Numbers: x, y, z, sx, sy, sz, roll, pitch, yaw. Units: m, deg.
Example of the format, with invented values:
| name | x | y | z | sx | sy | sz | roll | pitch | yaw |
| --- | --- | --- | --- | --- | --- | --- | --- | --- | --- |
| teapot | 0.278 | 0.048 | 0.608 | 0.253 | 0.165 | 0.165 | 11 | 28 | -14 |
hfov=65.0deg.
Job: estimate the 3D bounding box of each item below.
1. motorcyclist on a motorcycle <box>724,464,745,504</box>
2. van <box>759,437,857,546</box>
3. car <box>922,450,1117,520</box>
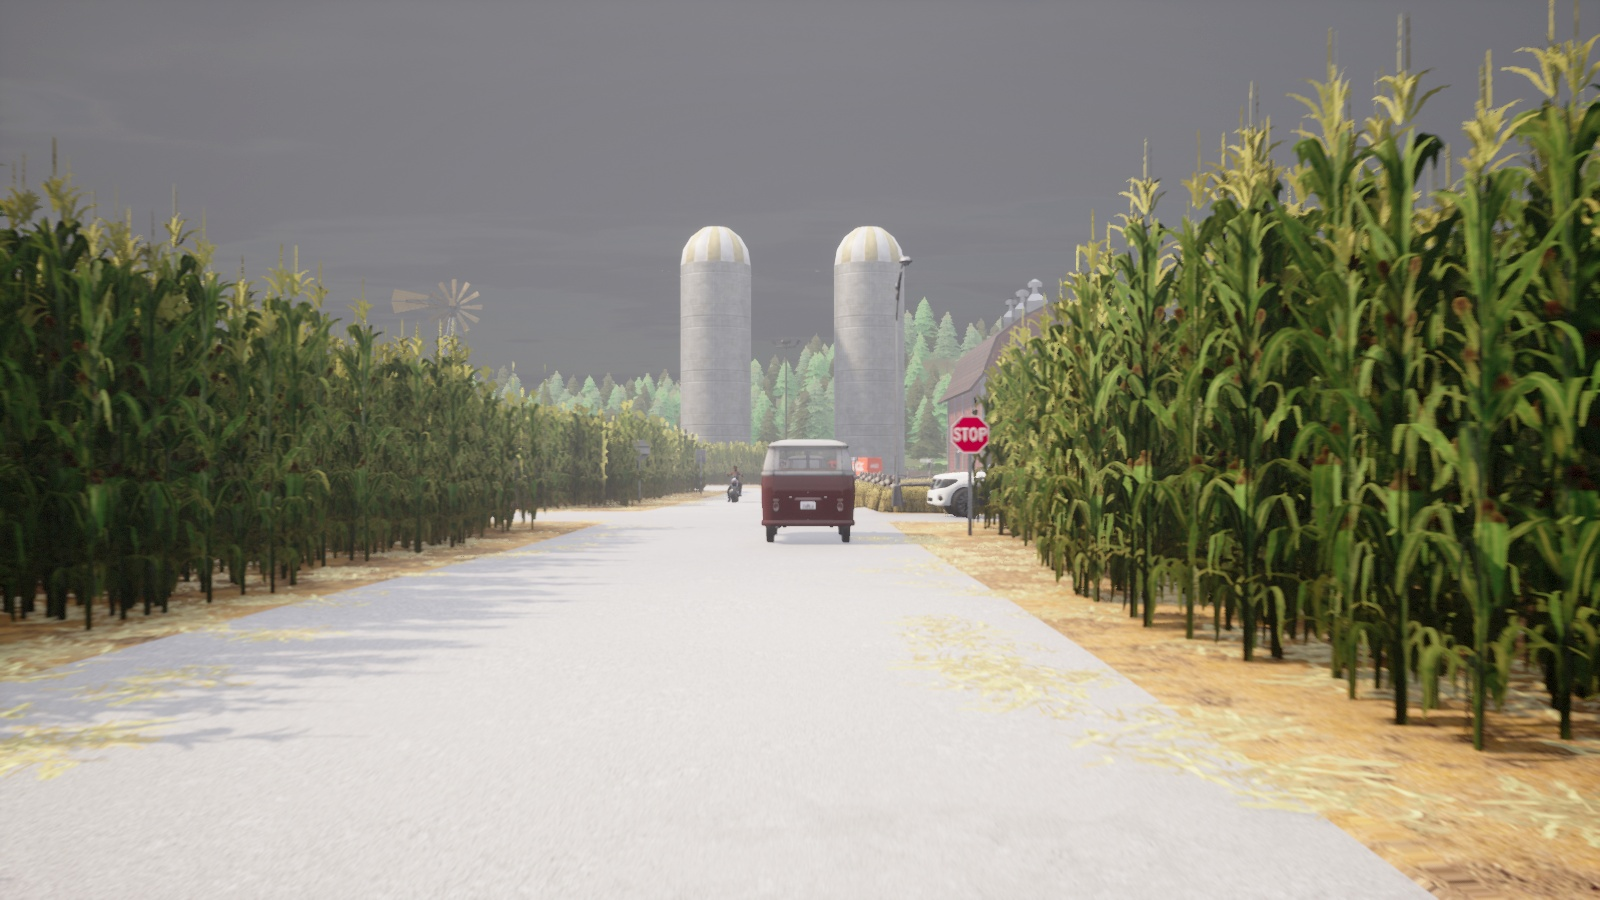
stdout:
| name | x | y | z | sx | sy | sz | roll | pitch | yaw |
| --- | --- | --- | --- | --- | --- | --- | --- | --- | --- |
| motorcyclist on a motorcycle | -2.781 | 1.446 | 53.597 | 0.766 | 1.649 | 2.350 | 0 | -1 | 0 |
| van | 0.158 | 0.785 | 25.169 | 1.775 | 1.987 | 4.442 | 0 | -1 | 0 |
| car | 6.696 | 1.072 | 38.731 | 5.566 | 2.045 | 2.150 | 1 | -1 | -2 |
